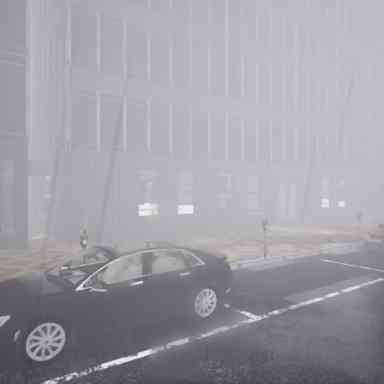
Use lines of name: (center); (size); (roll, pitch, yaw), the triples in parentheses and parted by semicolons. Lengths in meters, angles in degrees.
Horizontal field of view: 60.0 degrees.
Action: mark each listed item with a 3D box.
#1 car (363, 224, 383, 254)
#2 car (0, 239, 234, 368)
car: (8.035, 1.582, 12.258); (4.206, 1.307, 1.802); (0, 0, -35)
car: (-1.246, 1.551, 5.666); (4.403, 1.369, 2.008); (0, 0, -35)
